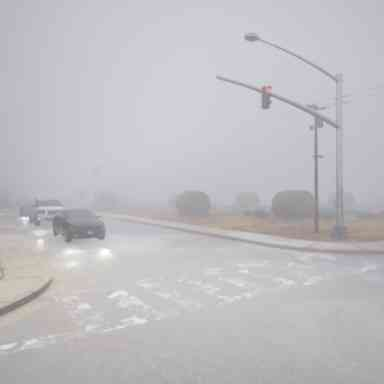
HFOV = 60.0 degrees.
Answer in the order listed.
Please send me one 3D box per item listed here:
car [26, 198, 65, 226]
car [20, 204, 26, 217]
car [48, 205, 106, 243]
[{"bbox_3d":[-11.528,1.497,26.485,2.150,2.045,5.566,0,-1,-32],"label":"car"},{"bbox_3d":[-17.486,1.933,36.085,1.994,1.385,4.181,0,-1,-31],"label":"car"},{"bbox_3d":[-6.101,1.669,17.773,1.882,1.535,5.008,0,-1,-32],"label":"car"}]
